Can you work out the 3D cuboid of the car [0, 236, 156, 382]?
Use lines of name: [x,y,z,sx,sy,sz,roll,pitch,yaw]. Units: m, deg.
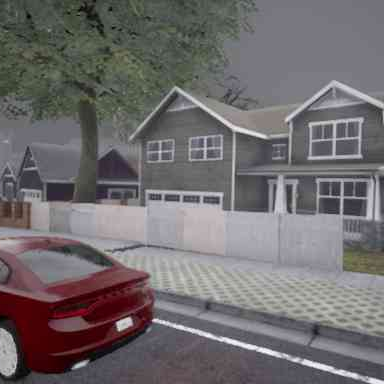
car: [-2.887,1.489,5.523,5.008,1.535,1.882,0,0,34]
